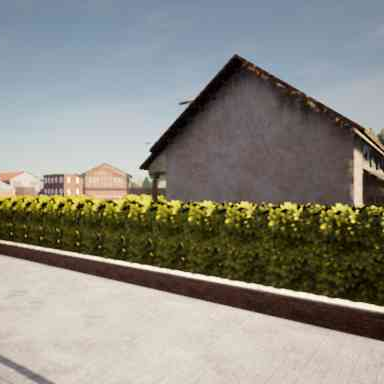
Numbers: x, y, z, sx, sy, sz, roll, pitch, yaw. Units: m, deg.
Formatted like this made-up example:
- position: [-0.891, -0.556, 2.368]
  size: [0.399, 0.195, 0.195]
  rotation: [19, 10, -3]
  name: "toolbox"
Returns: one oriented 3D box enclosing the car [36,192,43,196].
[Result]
- position: [-31.368, 0.916, 68.449]
  size: [3.866, 1.878, 1.905]
  rotation: [0, 0, 35]
  name: "car"
